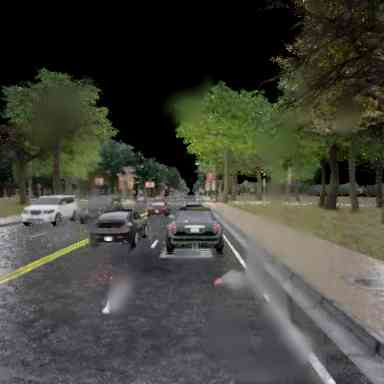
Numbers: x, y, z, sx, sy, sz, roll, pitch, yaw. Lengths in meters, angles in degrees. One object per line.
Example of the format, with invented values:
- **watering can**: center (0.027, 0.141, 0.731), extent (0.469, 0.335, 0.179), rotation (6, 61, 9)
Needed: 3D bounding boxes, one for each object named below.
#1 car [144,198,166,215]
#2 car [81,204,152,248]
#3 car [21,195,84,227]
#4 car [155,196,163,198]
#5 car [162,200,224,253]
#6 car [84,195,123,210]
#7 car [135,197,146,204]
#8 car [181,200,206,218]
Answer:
- **car**: center (-3.144, 1.562, 32.183), extent (1.812, 1.442, 4.674), rotation (0, 0, 0)
- **car**: center (-3.147, 1.520, 14.943), extent (1.837, 1.490, 4.892), rotation (0, 0, 0)
- **car**: center (-9.845, 1.247, 23.599), extent (2.150, 2.045, 5.566), rotation (0, 0, 0)
- **car**: center (-6.495, 1.602, 65.706), extent (1.882, 1.535, 5.008), rotation (0, 0, 0)
- **car**: center (0.102, 1.366, 13.886), extent (2.097, 1.767, 4.553), rotation (0, 0, 0)
- **car**: center (-6.594, 1.248, 24.841), extent (2.150, 2.045, 5.566), rotation (0, 0, 0)
- **car**: center (-9.754, 1.633, 64.351), extent (1.812, 1.442, 4.674), rotation (0, 0, 0)
- **car**: center (0.106, 1.526, 31.121), extent (2.128, 1.511, 4.902), rotation (0, 0, 0)
